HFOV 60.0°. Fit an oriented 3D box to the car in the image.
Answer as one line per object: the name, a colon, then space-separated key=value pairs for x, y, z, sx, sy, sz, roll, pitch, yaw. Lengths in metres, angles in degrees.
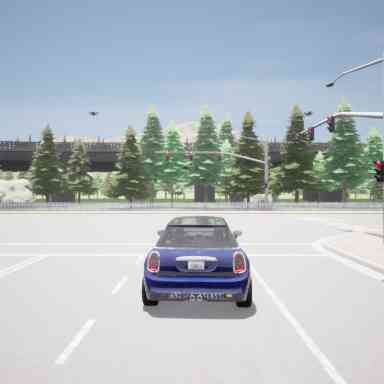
car: x=0.173 y=1.352 z=8.152 sx=2.097 sy=1.767 sz=4.553 roll=0 pitch=0 yaw=3
